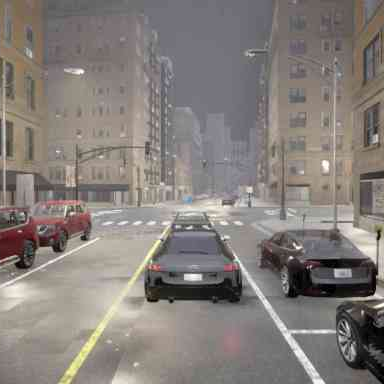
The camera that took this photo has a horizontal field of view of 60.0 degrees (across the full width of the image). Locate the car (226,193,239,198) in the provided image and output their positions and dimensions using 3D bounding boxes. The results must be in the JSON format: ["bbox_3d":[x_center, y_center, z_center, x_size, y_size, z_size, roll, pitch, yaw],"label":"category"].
[{"bbox_3d":[10.703,1.201,85.272,2.192,1.841,5.009,0,0,9],"label":"car"}]

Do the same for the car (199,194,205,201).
[{"bbox_3d":[1.413,1.404,80.975,1.752,1.417,4.829,0,0,9],"label":"car"}]

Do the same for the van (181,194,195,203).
[{"bbox_3d":[-1.084,1.249,64.847,1.690,1.788,3.998,0,0,9],"label":"van"}]

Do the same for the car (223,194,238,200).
[{"bbox_3d":[7.343,1.487,63.544,1.947,1.339,4.313,0,0,9],"label":"car"}]

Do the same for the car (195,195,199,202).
[{"bbox_3d":[-0.243,1.336,70.279,1.967,1.590,4.097,0,0,9],"label":"car"}]

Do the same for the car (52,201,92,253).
[{"bbox_3d":[-5.697,1.311,13.825,2.192,1.841,5.009,-1,0,0],"label":"car"}]

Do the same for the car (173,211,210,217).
[{"bbox_3d":[-0.024,1.595,17.037,1.895,1.301,4.718,0,0,0],"label":"car"}]

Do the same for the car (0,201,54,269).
[{"bbox_3d":[-5.687,1.313,8.317,2.192,1.841,5.009,-1,0,0],"label":"car"}]

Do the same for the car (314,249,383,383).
[{"bbox_3d":[2.850,1.565,2.833,1.947,1.339,4.313,-1,0,0],"label":"car"}]

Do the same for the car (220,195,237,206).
[{"bbox_3d":[5.661,1.513,52.679,1.947,1.339,4.313,0,0,9],"label":"car"}]

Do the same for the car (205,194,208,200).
[{"bbox_3d":[2.280,1.454,86.576,1.802,1.307,4.206,0,0,9],"label":"car"}]

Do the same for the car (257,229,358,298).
[{"bbox_3d":[2.841,1.564,8.340,1.947,1.339,4.313,-1,0,0],"label":"car"}]

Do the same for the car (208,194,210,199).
[{"bbox_3d":[3.119,1.308,92.008,1.967,1.590,4.097,0,0,9],"label":"car"}]

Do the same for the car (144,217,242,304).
[{"bbox_3d":[0.037,1.562,8.222,1.994,1.385,4.181,0,0,0],"label":"car"}]
